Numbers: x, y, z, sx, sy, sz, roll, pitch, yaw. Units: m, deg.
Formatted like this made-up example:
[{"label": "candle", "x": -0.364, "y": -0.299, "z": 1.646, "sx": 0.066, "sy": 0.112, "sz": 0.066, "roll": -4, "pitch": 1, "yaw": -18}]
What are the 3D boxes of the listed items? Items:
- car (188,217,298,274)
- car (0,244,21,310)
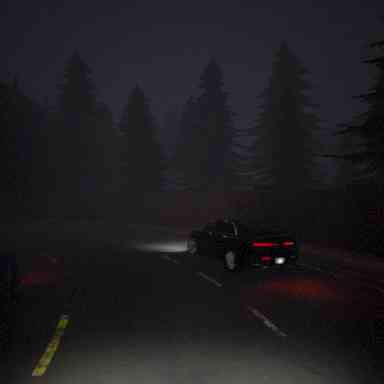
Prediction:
[{"label": "car", "x": 1.432, "y": 1.589, "z": 11.107, "sx": 1.837, "sy": 1.490, "sz": 4.892, "roll": 1, "pitch": -1, "yaw": -22}, {"label": "car", "x": -4.194, "y": 1.564, "z": 5.611, "sx": 1.812, "sy": 1.442, "sz": 4.674, "roll": 1, "pitch": -1, "yaw": -17}]
